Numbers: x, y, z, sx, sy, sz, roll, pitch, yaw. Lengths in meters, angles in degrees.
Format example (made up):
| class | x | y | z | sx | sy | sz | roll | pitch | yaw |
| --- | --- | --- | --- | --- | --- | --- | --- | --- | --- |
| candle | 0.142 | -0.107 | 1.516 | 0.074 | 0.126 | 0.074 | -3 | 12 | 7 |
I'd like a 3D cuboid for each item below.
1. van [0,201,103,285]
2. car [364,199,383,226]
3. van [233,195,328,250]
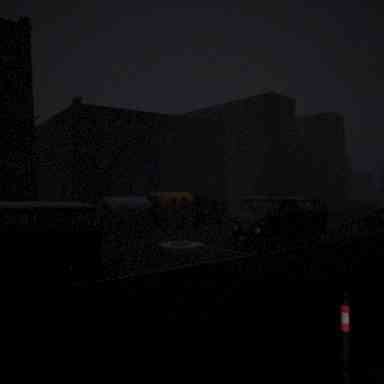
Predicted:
| class | x | y | z | sx | sy | sz | roll | pitch | yaw |
| --- | --- | --- | --- | --- | --- | --- | --- | --- | --- |
| van | -4.405 | 1.194 | 7.591 | 4.442 | 1.987 | 1.878 | 1 | 0 | -38 |
| car | 12.390 | 1.332 | 20.534 | 4.674 | 1.452 | 2.002 | 1 | 0 | -40 |
| van | 3.599 | 1.136 | 13.506 | 4.442 | 1.987 | 1.878 | 1 | 0 | -38 |
